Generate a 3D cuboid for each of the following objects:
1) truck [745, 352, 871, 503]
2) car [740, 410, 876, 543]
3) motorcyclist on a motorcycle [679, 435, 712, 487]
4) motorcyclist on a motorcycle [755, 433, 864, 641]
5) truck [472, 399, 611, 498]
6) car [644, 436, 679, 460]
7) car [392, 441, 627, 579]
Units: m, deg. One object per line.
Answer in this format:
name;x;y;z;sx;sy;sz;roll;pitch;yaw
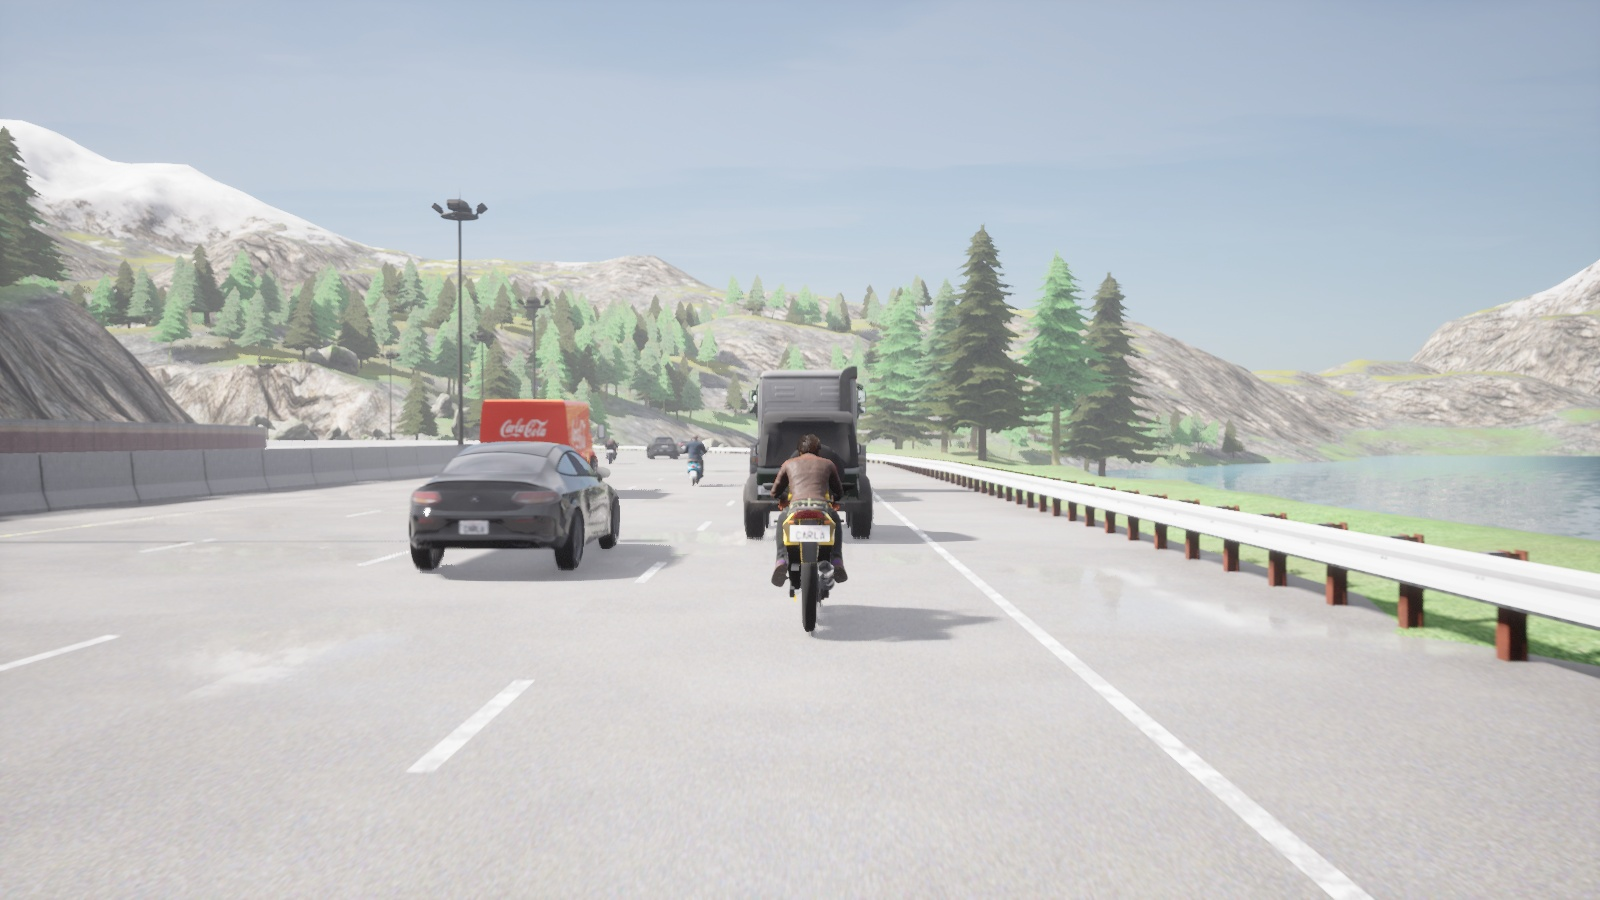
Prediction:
truck;0.196;-0.547;32.791;2.891;3.462;7.936;0;1;0
car;0.124;0.355;19.644;1.905;1.878;3.866;0;1;0
motorcyclist on a motorcycle;-3.266;0.322;39.459;0.866;1.590;1.817;0;1;0
motorcyclist on a motorcycle;0.072;0.631;10.235;0.797;1.523;2.044;0;0;0
truck;-6.798;-0.066;33.730;2.627;2.467;5.204;0;1;0
car;-9.761;-0.170;88.421;2.033;1.649;4.856;0;1;-11
car;-3.398;0.621;15.612;1.812;1.442;4.674;0;1;0
